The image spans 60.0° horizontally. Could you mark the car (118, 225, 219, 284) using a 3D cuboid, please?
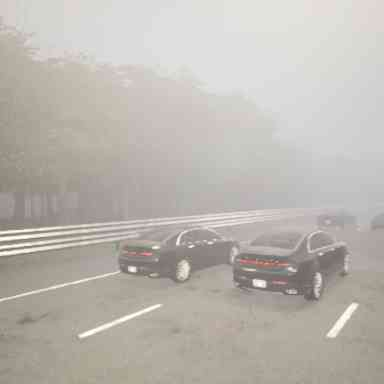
[{"bbox_3d":[-0.141,1.832,10.804,1.837,1.490,4.892,-3,-2,37],"label":"car"}]

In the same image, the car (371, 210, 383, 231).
[{"bbox_3d":[13.787,1.933,22.979,1.994,1.385,4.181,-3,-2,39],"label":"car"}]

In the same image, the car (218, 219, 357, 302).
[{"bbox_3d":[2.875,1.715,8.998,1.837,1.490,4.892,-3,-2,37],"label":"car"}]

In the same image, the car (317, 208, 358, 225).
[{"bbox_3d":[11.053,1.969,25.171,1.882,1.535,5.008,-3,-2,39],"label":"car"}]
